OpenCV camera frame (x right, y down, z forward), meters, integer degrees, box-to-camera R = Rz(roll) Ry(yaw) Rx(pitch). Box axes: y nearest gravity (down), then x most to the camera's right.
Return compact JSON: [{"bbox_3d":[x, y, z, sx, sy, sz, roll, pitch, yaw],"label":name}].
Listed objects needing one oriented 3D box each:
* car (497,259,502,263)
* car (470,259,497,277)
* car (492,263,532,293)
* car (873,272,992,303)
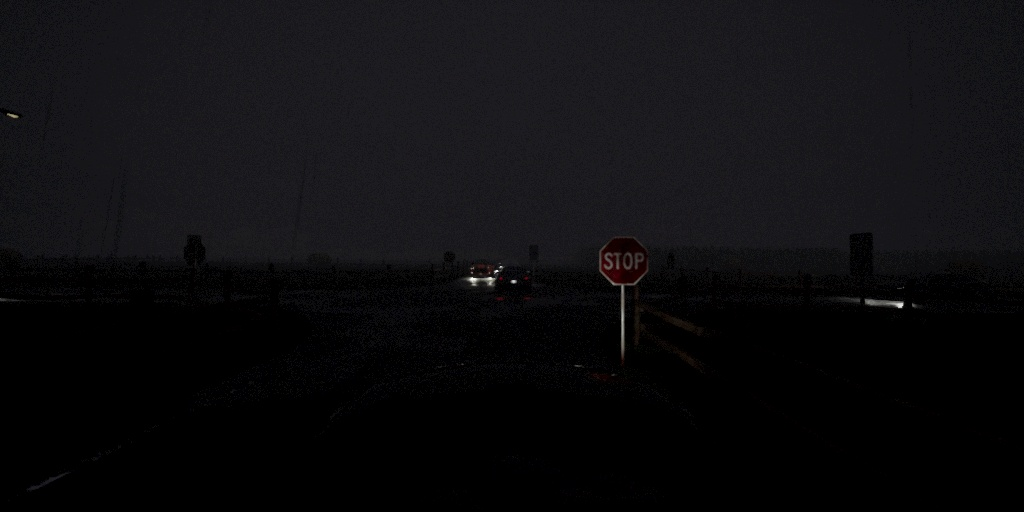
[{"bbox_3d":[-2.856,1.242,51.331,1.837,1.490,4.892,0,0,0],"label":"car"},{"bbox_3d":[-2.859,1.090,34.957,2.097,1.767,4.553,0,0,0],"label":"car"},{"bbox_3d":[0.090,1.305,20.621,1.994,1.385,4.181,0,0,0],"label":"car"},{"bbox_3d":[21.715,1.575,18.628,4.892,1.490,1.837,1,-1,-1],"label":"car"}]
